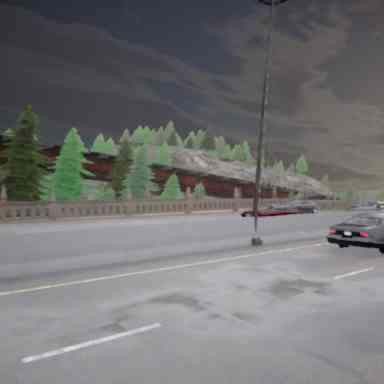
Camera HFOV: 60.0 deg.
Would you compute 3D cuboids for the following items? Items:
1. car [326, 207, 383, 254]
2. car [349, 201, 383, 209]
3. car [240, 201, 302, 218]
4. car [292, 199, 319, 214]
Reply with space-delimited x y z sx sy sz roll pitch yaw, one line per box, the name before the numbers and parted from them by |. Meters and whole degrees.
car | 7.696 1.552 13.537 5.357 1.411 2.033 0 0 -36
car | 14.689 1.500 27.365 4.902 1.511 2.128 0 0 -35
car | 5.917 1.607 25.411 4.718 1.301 1.895 0 0 -35
car | 10.642 1.513 33.075 4.892 1.490 1.837 1 0 -35
